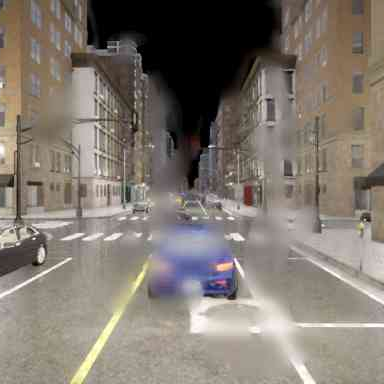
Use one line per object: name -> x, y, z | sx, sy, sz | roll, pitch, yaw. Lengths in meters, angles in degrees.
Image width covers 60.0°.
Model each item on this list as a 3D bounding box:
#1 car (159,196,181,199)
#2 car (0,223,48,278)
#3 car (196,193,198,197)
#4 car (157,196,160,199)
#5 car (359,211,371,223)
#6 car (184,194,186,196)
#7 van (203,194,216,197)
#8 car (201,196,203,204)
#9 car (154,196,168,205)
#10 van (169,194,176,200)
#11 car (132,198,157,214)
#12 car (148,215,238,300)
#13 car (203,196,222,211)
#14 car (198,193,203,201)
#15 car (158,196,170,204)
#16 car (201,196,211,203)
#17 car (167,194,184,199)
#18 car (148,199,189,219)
car -> -2.730, 1.517, 41.062 | 1.812, 1.442, 4.674 | 0, 0, 0
car -> -5.365, 1.550, 8.808 | 2.008, 1.369, 4.403 | 0, 0, 0
car -> 2.888, 1.527, 95.133 | 1.887, 1.381, 4.507 | 0, 0, 0
car -> -5.294, 1.518, 40.920 | 1.752, 1.417, 4.829 | 0, 0, 0
car -> 15.127, 1.634, 23.996 | 5.357, 1.411, 2.033 | 0, 0, 0
car -> -2.579, 1.556, 69.436 | 1.994, 1.385, 4.181 | 0, 0, 0
van -> 2.756, 1.332, 46.477 | 1.690, 1.788, 3.998 | 0, 0, 0
car -> 2.770, 1.572, 51.883 | 1.802, 1.307, 4.206 | 0, 0, 0
car -> -5.268, 1.429, 57.308 | 1.967, 1.590, 4.097 | 0, 0, 0
van -> -5.219, 1.325, 89.745 | 1.690, 1.788, 3.998 | 0, 0, 0
car -> -5.301, 1.544, 35.683 | 2.008, 1.369, 4.403 | 0, 0, 0
car -> 0.039, 1.525, 8.247 | 1.812, 1.442, 4.674 | 0, 0, 1
car -> 2.741, 1.543, 41.071 | 2.008, 1.369, 4.403 | 0, 0, 0
car -> 2.800, 1.303, 62.696 | 2.192, 1.841, 5.009 | 0, 0, 0
car -> -5.261, 1.513, 62.544 | 1.752, 1.417, 4.829 | 0, 0, 0
car -> 2.814, 1.553, 68.102 | 1.947, 1.339, 4.313 | 0, 0, 0
car -> -2.678, 1.467, 54.287 | 1.882, 1.535, 5.008 | 0, 0, 1
car -> -1.797, 1.541, 26.773 | 2.033, 1.411, 5.357 | 0, 0, -19
